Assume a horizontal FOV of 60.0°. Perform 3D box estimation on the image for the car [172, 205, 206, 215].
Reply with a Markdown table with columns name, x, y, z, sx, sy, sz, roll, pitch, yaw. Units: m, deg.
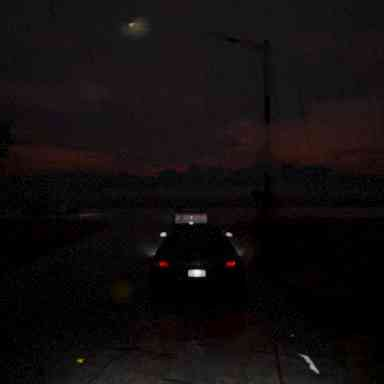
| name | x | y | z | sx | sy | sz | roll | pitch | yaw |
| --- | --- | --- | --- | --- | --- | --- | --- | --- | --- |
| car | -0.284 | 1.469 | 21.098 | 1.895 | 1.301 | 4.718 | 0 | 0 | -6 |

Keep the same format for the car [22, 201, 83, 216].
| name | x | y | z | sx | sy | sz | roll | pitch | yaw |
| --- | --- | --- | --- | --- | --- | --- | --- | --- | --- |
| car | -13.374 | 1.518 | 31.930 | 5.357 | 1.411 | 2.033 | 0 | 3 | 3 |

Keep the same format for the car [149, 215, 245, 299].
| name | x | y | z | sx | sy | sz | roll | pitch | yaw |
| --- | --- | --- | --- | --- | --- | --- | --- | --- | --- |
| car | 0.106 | 1.510 | 8.352 | 1.994 | 1.385 | 4.181 | 0 | 0 | 0 |
